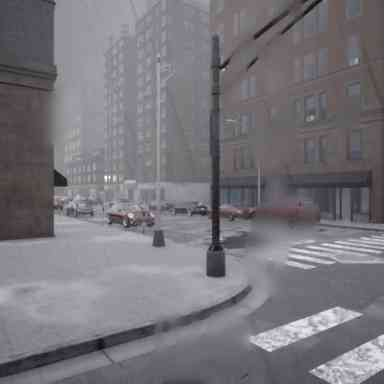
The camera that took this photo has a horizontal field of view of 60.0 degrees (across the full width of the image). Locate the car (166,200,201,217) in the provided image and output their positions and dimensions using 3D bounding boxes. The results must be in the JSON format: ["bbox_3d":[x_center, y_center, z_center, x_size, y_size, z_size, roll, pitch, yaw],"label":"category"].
[{"bbox_3d":[-0.269,1.547,31.231,1.947,1.339,4.313,0,0,-35],"label":"car"}]

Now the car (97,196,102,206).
[{"bbox_3d":[-15.899,1.454,53.972,1.837,1.490,4.892,0,0,-35],"label":"car"}]

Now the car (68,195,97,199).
[{"bbox_3d":[-16.197,1.433,49.089,1.882,1.535,5.008,0,0,-35],"label":"car"}]

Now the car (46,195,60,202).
[{"bbox_3d":[-32.028,1.468,76.424,2.008,1.369,4.403,0,0,-35],"label":"car"}]

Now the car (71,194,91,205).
[{"bbox_3d":[-19.933,1.295,59.656,2.097,1.767,4.553,0,0,-35],"label":"car"}]

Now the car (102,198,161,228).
[{"bbox_3d":[-4.054,1.428,21.789,1.967,1.590,4.097,0,0,-35],"label":"car"}]

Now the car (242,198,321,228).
[{"bbox_3d":[6.084,1.307,22.193,2.192,1.841,5.009,0,0,-35],"label":"car"}]

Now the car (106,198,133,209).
[{"bbox_3d":[-9.797,1.530,44.790,1.947,1.339,4.313,0,0,-35],"label":"car"}]

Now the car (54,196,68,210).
[{"bbox_3d":[-16.761,1.510,39.871,1.887,1.381,4.507,0,0,-35],"label":"car"}]

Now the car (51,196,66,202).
[{"bbox_3d":[-28.852,1.474,71.905,2.008,1.369,4.403,0,0,-35],"label":"car"}]

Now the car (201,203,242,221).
[{"bbox_3d":[2.907,1.569,26.712,1.802,1.307,4.206,0,0,-35],"label":"car"}]

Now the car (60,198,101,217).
[{"bbox_3d":[-10.407,1.528,30.830,2.008,1.369,4.403,0,0,-35],"label":"car"}]

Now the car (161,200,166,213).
[{"bbox_3d":[-3.445,1.527,35.751,2.008,1.369,4.403,0,0,-35],"label":"car"}]
